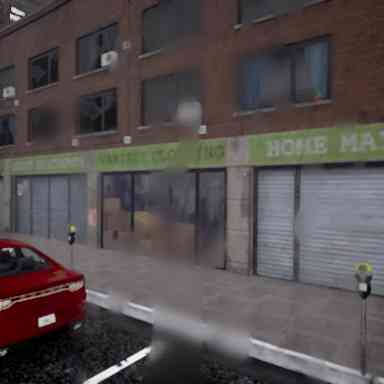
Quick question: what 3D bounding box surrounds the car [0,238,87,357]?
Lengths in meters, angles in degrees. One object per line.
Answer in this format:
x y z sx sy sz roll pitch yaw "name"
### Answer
-3.634 1.436 5.481 4.507 1.381 1.887 1 0 36 "car"
